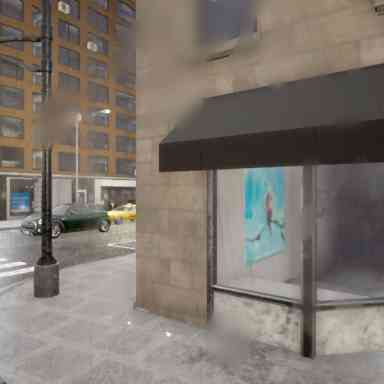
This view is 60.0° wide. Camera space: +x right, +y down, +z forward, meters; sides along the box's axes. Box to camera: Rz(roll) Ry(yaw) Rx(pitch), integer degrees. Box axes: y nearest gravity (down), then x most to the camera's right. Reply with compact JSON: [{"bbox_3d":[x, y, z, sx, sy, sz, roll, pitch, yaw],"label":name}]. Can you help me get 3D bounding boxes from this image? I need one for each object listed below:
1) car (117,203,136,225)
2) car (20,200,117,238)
[{"bbox_3d":[-4.829,1.547,24.650,1.752,1.417,4.829,0,0,36],"label":"car"},{"bbox_3d":[-6.634,1.365,17.825,2.097,1.767,4.553,0,0,36],"label":"car"}]
